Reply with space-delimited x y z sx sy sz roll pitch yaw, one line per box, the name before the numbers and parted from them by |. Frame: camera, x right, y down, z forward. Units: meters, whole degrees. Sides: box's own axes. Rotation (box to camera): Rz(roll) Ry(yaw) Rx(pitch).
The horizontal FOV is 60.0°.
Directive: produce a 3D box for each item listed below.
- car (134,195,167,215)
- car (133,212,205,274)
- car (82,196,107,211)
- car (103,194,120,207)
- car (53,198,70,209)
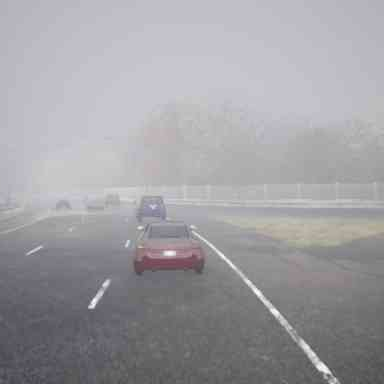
car | -3.387 1.245 26.662 2.150 2.045 5.566 0 0 -13
car | -0.797 1.571 10.655 1.994 1.385 4.181 0 0 -6
car | -12.666 1.627 42.906 1.994 1.385 4.181 0 0 -23
car | -12.562 1.288 50.798 2.150 2.045 5.566 0 0 -27
car | -18.088 1.589 46.325 1.837 1.490 4.892 0 0 -26
